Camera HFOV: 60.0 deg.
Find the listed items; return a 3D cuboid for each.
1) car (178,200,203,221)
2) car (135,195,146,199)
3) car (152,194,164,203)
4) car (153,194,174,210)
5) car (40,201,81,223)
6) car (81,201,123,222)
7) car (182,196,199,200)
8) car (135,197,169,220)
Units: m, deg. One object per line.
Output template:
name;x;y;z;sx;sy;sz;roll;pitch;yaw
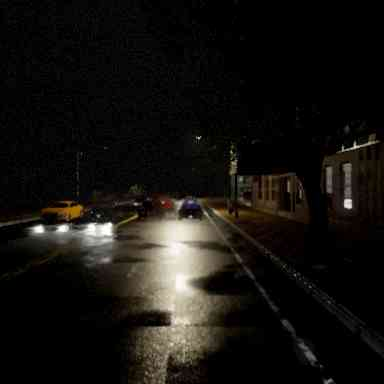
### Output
car;-0.091;1.559;27.016;1.895;1.301;4.718;0;0;0
car;-10.134;1.374;66.008;1.882;1.535;5.008;0;0;0
car;-6.892;1.257;67.923;2.097;1.767;4.553;0;0;0
car;-3.387;1.291;41.981;2.097;1.767;4.553;0;0;0
car;-9.993;1.455;25.765;1.882;1.535;5.008;0;0;0
car;-6.745;1.462;26.393;2.128;1.511;4.902;0;0;0
car;-0.155;1.286;41.589;2.097;1.767;4.553;0;0;0
car;-3.306;1.440;27.955;1.882;1.535;5.008;0;0;0
